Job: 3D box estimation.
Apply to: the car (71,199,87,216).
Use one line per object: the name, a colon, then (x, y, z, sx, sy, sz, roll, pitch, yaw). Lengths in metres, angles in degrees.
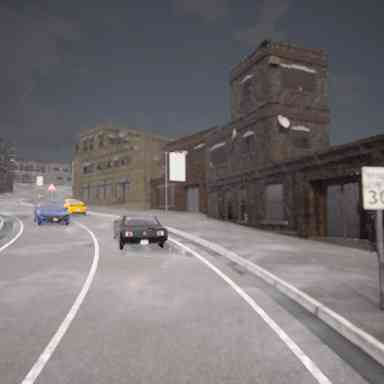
car: (-11.750, 1.406, 31.957, 1.882, 1.535, 5.008, 3, -1, -38)

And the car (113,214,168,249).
car: (-2.462, 1.621, 14.796, 1.895, 1.301, 4.718, 1, 0, -17)

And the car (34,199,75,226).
car: (-9.721, 1.416, 22.935, 1.882, 1.535, 5.008, 2, 0, -29)
